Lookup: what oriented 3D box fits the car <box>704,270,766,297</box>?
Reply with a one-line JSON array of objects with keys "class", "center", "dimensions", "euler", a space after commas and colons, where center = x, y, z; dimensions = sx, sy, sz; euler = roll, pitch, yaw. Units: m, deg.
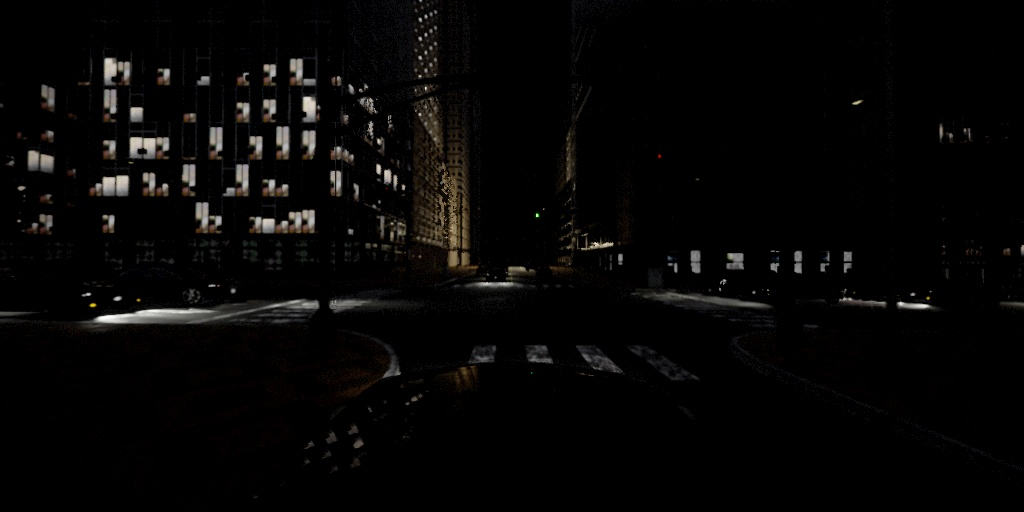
[{"class": "car", "center": [14.984, 1.675, 23.202], "dimensions": [4.553, 1.767, 2.097], "euler": [1, -1, -3]}]

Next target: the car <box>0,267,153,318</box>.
[{"class": "car", "center": [-15.086, 1.192, 11.837], "dimensions": [4.181, 1.385, 1.994], "euler": [1, -1, -3]}]

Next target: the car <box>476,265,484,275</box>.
[{"class": "car", "center": [-4.053, 1.964, 49.870], "dimensions": [1.802, 1.307, 4.207], "euler": [0, 0, 0]}]

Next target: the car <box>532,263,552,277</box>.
[{"class": "car", "center": [3.903, 1.880, 44.382], "dimensions": [1.948, 1.339, 4.313], "euler": [0, 0, 0]}]

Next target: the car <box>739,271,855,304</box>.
[{"class": "car", "center": [15.787, 1.802, 19.995], "dimensions": [4.892, 1.490, 1.837], "euler": [1, -1, -4]}]

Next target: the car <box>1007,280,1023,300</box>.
[{"class": "car", "center": [33.698, 2.273, 24.066], "dimensions": [4.718, 1.301, 1.895], "euler": [1, -1, -3]}]

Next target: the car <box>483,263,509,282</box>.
[{"class": "car", "center": [-1.515, 1.722, 34.954], "dimensions": [1.812, 1.442, 4.674], "euler": [0, -1, 0]}]

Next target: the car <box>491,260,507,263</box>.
[{"class": "car", "center": [-1.566, 1.552, 45.683], "dimensions": [2.150, 2.045, 5.566], "euler": [0, -1, 0]}]

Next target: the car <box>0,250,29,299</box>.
[{"class": "car", "center": [-24.137, 0.718, 14.670], "dimensions": [5.566, 2.045, 2.150], "euler": [1, -1, -3]}]

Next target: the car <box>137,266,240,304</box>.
[{"class": "car", "center": [-14.299, 1.176, 15.136], "dimensions": [4.902, 1.511, 2.128], "euler": [1, -1, -3]}]

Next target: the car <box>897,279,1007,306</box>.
[{"class": "car", "center": [24.653, 2.026, 20.398], "dimensions": [4.181, 1.385, 1.994], "euler": [1, -1, -3]}]

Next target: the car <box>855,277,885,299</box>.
[{"class": "car", "center": [23.605, 2.048, 23.617], "dimensions": [4.181, 1.385, 1.994], "euler": [1, -1, -5]}]
